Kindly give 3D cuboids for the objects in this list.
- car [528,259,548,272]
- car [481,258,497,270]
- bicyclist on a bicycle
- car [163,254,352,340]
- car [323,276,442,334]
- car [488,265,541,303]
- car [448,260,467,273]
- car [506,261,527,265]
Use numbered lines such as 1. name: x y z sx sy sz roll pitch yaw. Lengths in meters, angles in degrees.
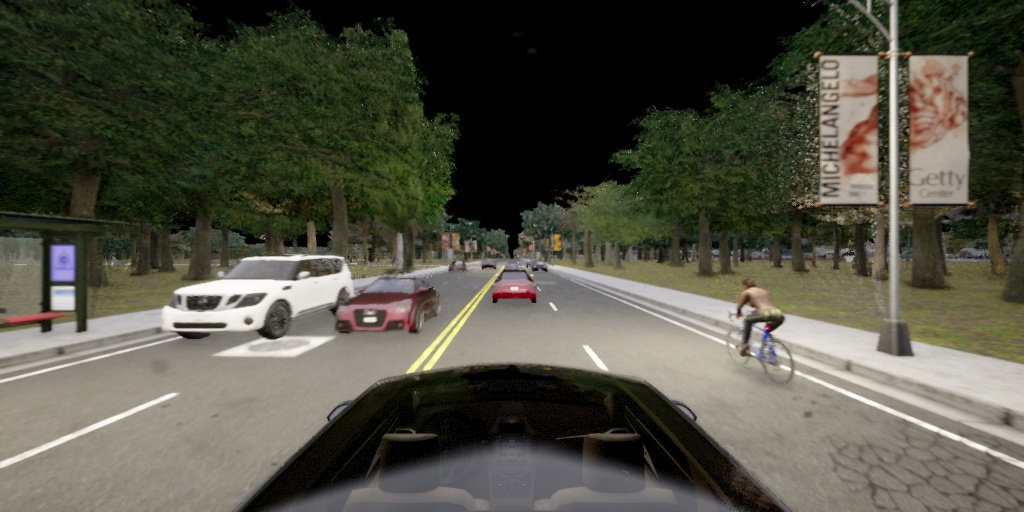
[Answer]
1. car: 3.366 1.345 45.372 1.895 1.301 4.718 0 0 0
2. car: -3.301 1.097 51.975 2.097 1.767 4.553 0 0 0
3. bicyclist on a bicycle: 4.145 1.202 6.098 0.582 1.620 1.656 0 0 0
4. car: -6.597 0.969 10.305 2.150 2.045 5.566 0 0 0
5. car: -3.347 1.312 10.441 1.994 1.385 4.181 0 0 0
6. car: 0.105 1.310 16.734 1.994 1.385 4.181 0 0 0
7. car: -6.581 1.269 43.897 1.812 1.442 4.674 0 0 0
8. car: 0.110 1.292 34.738 2.033 1.411 5.357 0 0 0
